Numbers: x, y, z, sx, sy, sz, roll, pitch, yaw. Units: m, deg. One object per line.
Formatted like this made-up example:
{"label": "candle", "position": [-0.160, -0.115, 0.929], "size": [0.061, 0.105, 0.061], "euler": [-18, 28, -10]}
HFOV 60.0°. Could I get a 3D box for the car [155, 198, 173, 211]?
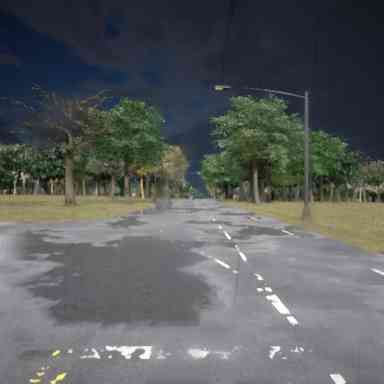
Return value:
{"label": "car", "position": [-3.451, 1.594, 41.951], "size": [1.837, 1.490, 4.892], "euler": [0, 0, 0]}
